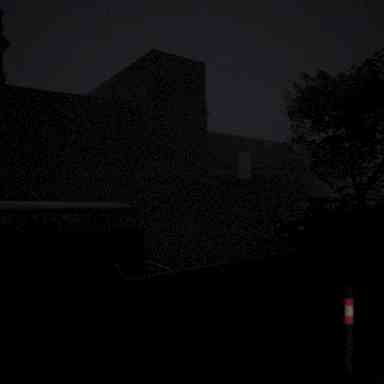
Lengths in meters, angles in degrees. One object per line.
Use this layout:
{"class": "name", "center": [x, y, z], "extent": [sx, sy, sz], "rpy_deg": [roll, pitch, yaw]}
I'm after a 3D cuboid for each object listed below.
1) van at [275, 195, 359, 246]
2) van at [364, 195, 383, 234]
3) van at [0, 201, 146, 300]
{"class": "van", "center": [5.461, 1.192, 14.856], "extent": [4.442, 1.987, 1.878], "rpy_deg": [1, 0, -42]}
{"class": "van", "center": [9.668, 1.201, 18.522], "extent": [4.442, 1.987, 1.878], "rpy_deg": [1, 0, -43]}
{"class": "van", "center": [-3.397, 1.205, 8.025], "extent": [4.442, 1.987, 1.878], "rpy_deg": [1, 0, -37]}
